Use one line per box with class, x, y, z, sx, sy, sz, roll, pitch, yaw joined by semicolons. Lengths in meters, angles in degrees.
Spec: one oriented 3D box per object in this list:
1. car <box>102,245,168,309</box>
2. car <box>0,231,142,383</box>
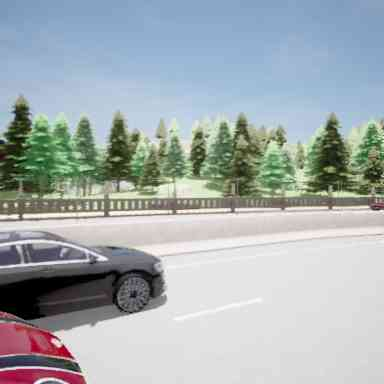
car;-2.767;1.450;5.911;4.902;1.511;2.128;0;0;-34
car;-2.789;1.332;1.612;4.553;1.767;2.097;0;0;-37
